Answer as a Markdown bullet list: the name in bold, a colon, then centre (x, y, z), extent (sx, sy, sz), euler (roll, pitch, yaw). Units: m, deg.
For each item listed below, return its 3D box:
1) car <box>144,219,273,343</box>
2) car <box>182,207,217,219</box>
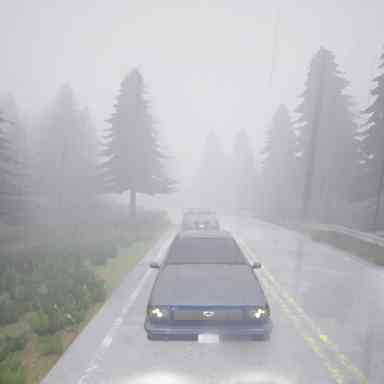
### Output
- **car**: centre (0.266, 1.557, 7.071), extent (2.033, 1.411, 5.357), euler (0, 0, 1)
- **car**: centre (0.437, 1.584, 19.156), extent (1.994, 1.385, 4.181), euler (0, 0, -2)
